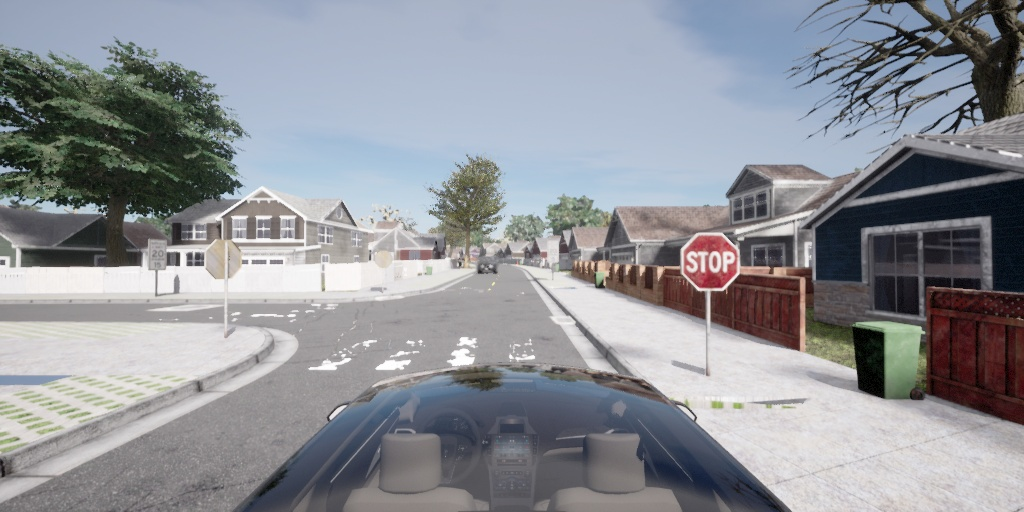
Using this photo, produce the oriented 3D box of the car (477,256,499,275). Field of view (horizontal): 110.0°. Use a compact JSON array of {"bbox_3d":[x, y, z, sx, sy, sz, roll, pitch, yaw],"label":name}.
[{"bbox_3d":[-2.687,1.028,40.541,2.150,2.045,5.566,0,0,0],"label":"car"}]
